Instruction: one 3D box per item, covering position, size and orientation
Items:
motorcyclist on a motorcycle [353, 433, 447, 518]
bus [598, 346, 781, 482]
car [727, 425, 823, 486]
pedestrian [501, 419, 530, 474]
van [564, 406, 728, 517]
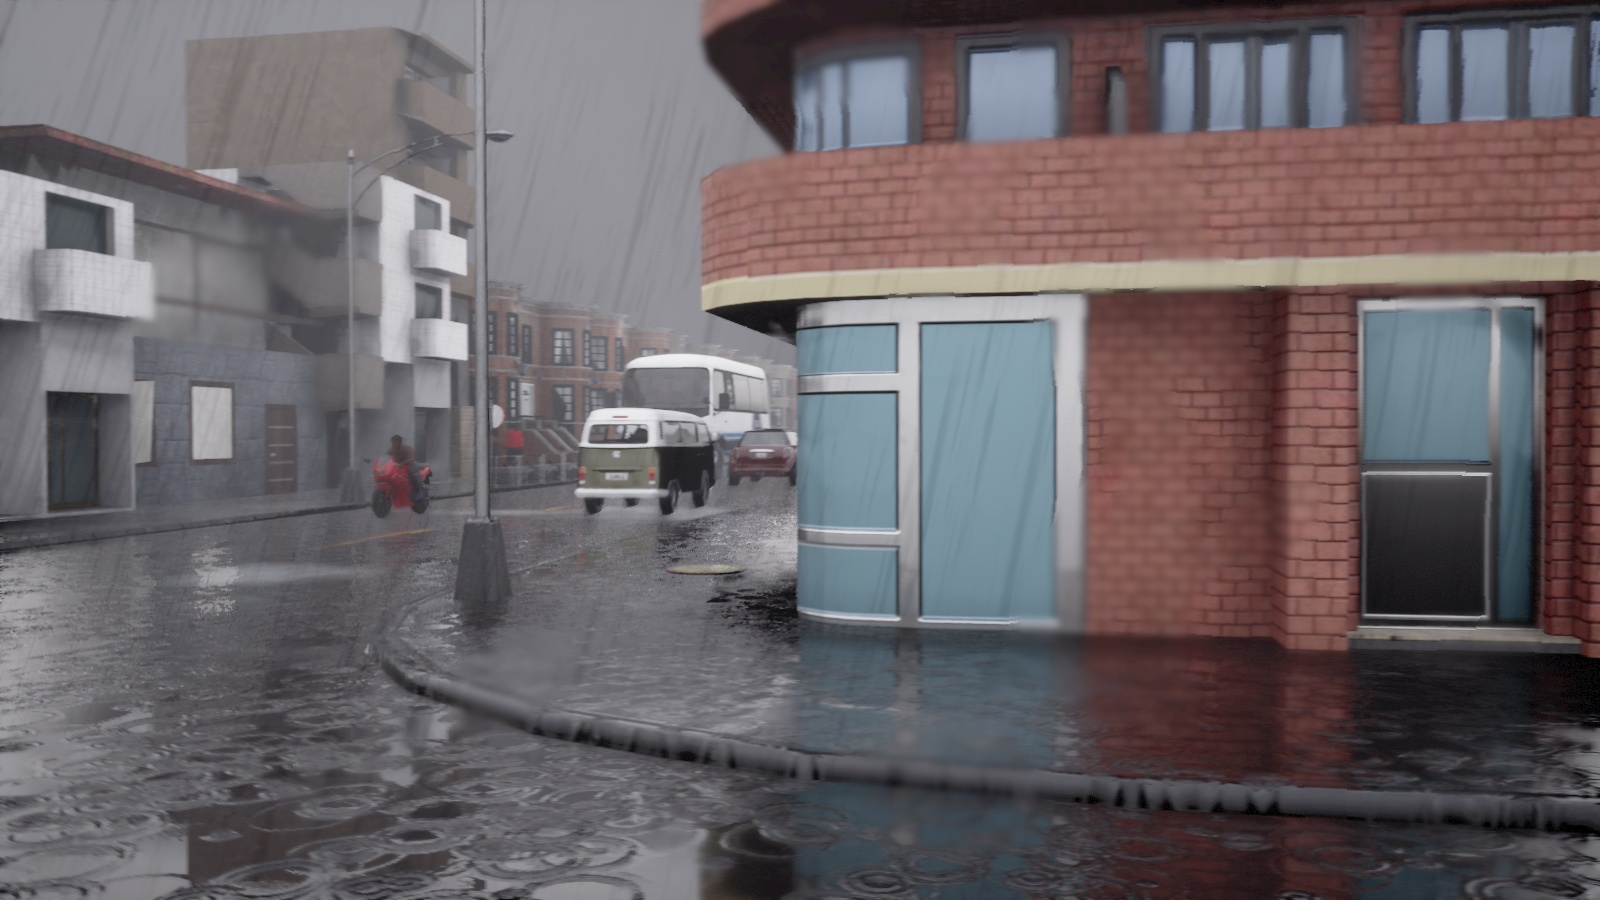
[{"bbox_3d":[-7.423,0.438,23.415,0.797,1.523,2.044,0,1,10],"label":"motorcyclist on a motorcycle"},{"bbox_3d":[-3.613,-1.211,44.849,3.944,4.253,10.273,0,1,10],"label":"bus"},{"bbox_3d":[-0.688,0.129,38.493,2.097,1.767,4.553,0,1,10],"label":"car"},{"bbox_3d":[-9.656,-0.121,42.632,0.634,1.844,0.899,0,1,-39],"label":"pedestrian"},{"bbox_3d":[-2.997,0.171,25.457,2.069,2.038,4.480,0,1,10],"label":"van"}]
